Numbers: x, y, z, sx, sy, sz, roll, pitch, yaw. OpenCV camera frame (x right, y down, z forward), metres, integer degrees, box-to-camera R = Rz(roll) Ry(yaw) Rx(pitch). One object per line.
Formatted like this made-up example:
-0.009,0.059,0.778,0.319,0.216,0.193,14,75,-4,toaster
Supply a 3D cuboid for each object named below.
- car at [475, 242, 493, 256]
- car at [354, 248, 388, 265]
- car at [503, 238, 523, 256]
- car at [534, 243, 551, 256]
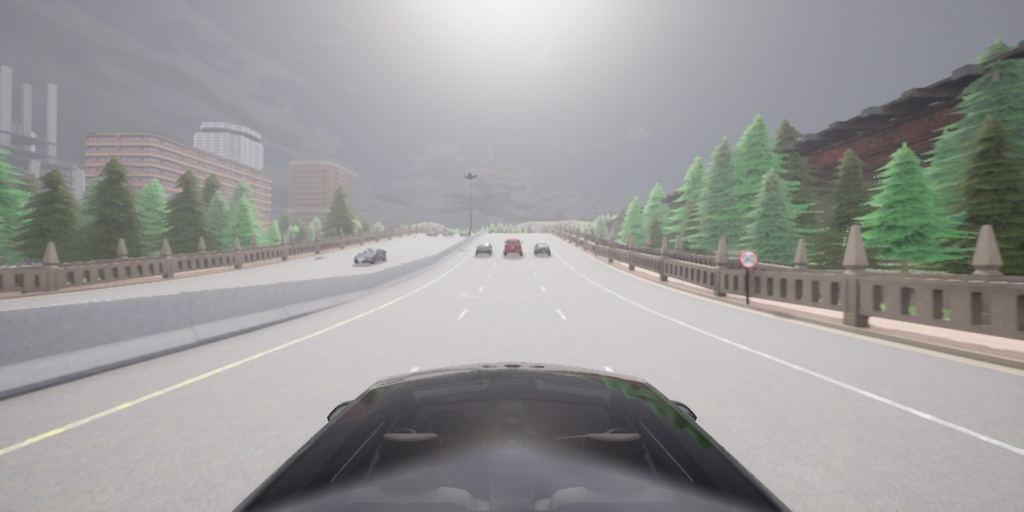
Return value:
-3.356,-0.952,43.747,2.128,1.511,4.902,0,7,0,car
-13.937,-0.018,35.518,2.128,1.511,4.902,0,6,1,car
0.140,-1.195,43.481,2.150,2.045,5.566,0,7,0,car
3.645,-0.923,43.738,1.812,1.442,4.674,0,7,0,car
